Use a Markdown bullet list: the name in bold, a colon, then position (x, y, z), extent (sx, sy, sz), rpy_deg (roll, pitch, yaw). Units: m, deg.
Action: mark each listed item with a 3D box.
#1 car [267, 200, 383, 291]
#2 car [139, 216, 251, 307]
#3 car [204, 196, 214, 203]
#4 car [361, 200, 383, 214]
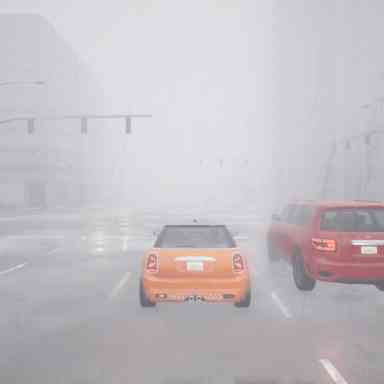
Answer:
- **car**: position (3.556, 1.221, 9.134), extent (2.150, 2.045, 5.566), rpy_deg (0, 0, 3)
- **car**: position (0.077, 1.352, 8.115), extent (2.097, 1.767, 4.553), rpy_deg (0, 0, 1)
- **car**: position (3.709, 1.525, 71.099), extent (1.812, 1.442, 4.674), rpy_deg (0, 0, 0)
- **car**: position (20.540, 1.564, 35.269), extent (4.181, 1.385, 1.994), rpy_deg (0, 0, 1)
